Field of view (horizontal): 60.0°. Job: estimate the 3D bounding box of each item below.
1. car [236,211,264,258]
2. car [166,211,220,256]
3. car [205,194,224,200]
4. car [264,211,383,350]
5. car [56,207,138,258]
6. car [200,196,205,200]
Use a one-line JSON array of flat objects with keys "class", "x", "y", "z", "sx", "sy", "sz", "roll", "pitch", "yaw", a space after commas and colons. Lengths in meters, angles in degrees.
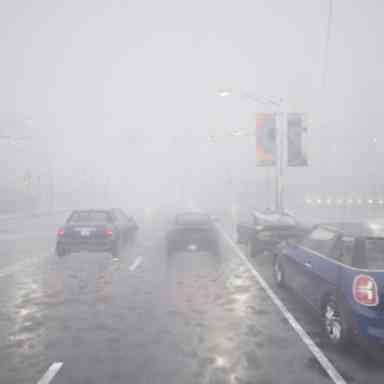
[{"class": "car", "x": 2.902, "y": 1.476, "z": 12.841, "sx": 2.097, "sy": 1.535, "sz": 5.008, "roll": 0, "pitch": 0, "yaw": 0}, {"class": "car", "x": 0.047, "y": 1.502, "z": 13.051, "sx": 1.837, "sy": 1.490, "sz": 4.892, "roll": 0, "pitch": 0, "yaw": 0}, {"class": "car", "x": 6.480, "y": 1.326, "z": 88.943, "sx": 4.553, "sy": 1.767, "sz": 2.097, "roll": 0, "pitch": 0, "yaw": -43}, {"class": "car", "x": 3.041, "y": 1.352, "z": 6.416, "sx": 2.185, "sy": 1.767, "sz": 4.553, "roll": 0, "pitch": 0, "yaw": 0}, {"class": "car", "x": -3.453, "y": 1.347, "z": 12.932, "sx": 2.097, "sy": 1.767, "sz": 4.553, "roll": 0, "pitch": 0, "yaw": 0}, {"class": "car", "x": 4.767, "y": 1.509, "z": 92.116, "sx": 5.357, "sy": 1.411, "sz": 2.033, "roll": 0, "pitch": 0, "yaw": -43}]
